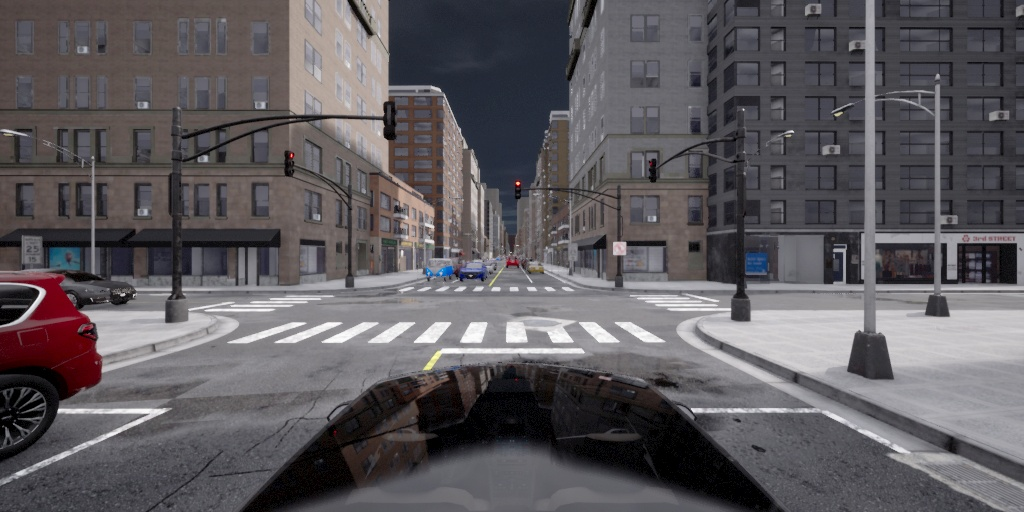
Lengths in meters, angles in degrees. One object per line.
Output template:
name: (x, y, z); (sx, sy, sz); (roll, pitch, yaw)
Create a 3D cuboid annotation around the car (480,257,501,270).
car: (-3.070, 1.236, 49.607); (2.128, 1.511, 4.902); (0, 0, 0)

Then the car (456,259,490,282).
car: (-3.090, 1.225, 29.320); (1.882, 1.535, 5.008); (0, 0, 0)

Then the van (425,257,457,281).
van: (-5.848, 1.088, 29.101); (1.690, 1.789, 3.998); (0, 0, 0)

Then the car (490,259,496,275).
car: (-3.085, 1.347, 39.598); (1.895, 1.301, 4.718); (0, 0, 0)

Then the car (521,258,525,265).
car: (2.687, 1.310, 51.502); (1.948, 1.339, 4.313); (0, 0, 0)

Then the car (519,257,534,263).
car: (2.689, 1.058, 57.096); (2.192, 1.841, 5.009); (0, 0, 0)

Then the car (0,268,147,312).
car: (-17.571, 1.265, 13.872); (4.892, 1.490, 1.837); (0, 0, -2)

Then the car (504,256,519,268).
car: (0.121, 0.964, 60.989); (2.150, 2.045, 5.566); (0, 0, 0)

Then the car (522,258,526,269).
car: (2.685, 1.296, 45.908); (2.007, 1.370, 4.403); (0, 0, 0)

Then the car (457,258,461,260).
car: (-5.846, 1.062, 34.697); (2.192, 1.841, 5.009); (0, 0, 0)

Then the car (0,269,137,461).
car: (-5.858, 1.065, 2.153); (2.192, 1.841, 5.009); (0, 0, 0)

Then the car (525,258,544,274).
car: (2.682, 1.272, 40.483); (1.751, 1.417, 4.829); (0, 0, 0)
